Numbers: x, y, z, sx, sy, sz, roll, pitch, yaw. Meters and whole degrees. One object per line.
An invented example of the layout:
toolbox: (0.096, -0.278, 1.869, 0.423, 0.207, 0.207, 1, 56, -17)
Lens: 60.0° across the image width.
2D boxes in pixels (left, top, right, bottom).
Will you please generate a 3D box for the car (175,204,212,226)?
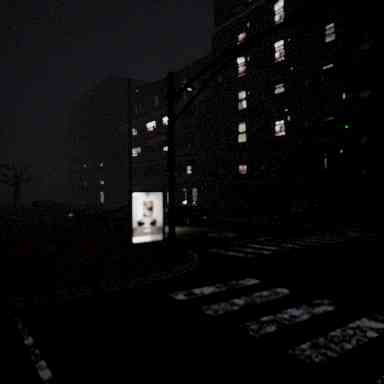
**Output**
car: (-0.496, 1.771, 26.640, 1.882, 1.535, 5.008, -1, -1, -36)

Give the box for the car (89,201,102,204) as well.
car: (-14.914, 2.125, 50.799, 1.967, 1.590, 4.097, -2, 0, -36)

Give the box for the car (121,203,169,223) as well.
car: (-4.119, 1.695, 26.179, 2.097, 1.767, 4.553, -1, 0, -36)

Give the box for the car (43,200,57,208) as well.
car: (-31.323, 2.534, 73.296, 1.967, 1.590, 4.097, -2, 0, -36)

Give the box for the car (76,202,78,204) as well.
car: (-21.476, 2.430, 59.796, 1.802, 1.307, 4.206, -2, 0, -36)

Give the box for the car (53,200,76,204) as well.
car: (-17.671, 2.187, 44.850, 1.837, 1.490, 4.892, -1, -1, -36)

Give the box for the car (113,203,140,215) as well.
car: (-8.289, 2.102, 41.843, 1.802, 1.307, 4.206, -2, 0, -36)

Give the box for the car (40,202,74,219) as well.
car: (-14.774, 2.118, 36.236, 1.887, 1.381, 4.507, -2, 0, -36)

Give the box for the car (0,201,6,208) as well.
car: (-44.654, 2.865, 77.360, 1.887, 1.381, 4.507, -2, 0, -36)

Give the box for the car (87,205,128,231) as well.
car: (-5.385, 1.891, 23.282, 2.008, 1.369, 4.403, -2, 0, -36)

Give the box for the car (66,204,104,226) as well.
car: (-8.667, 1.972, 27.782, 2.008, 1.369, 4.403, -2, 0, -36)

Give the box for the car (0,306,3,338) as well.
car: (-4.375, 1.582, 3.439, 4.206, 1.307, 1.802, 0, 0, -36)

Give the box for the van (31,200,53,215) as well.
van: (-19.718, 2.038, 43.105, 1.690, 1.788, 3.998, -2, 0, -36)

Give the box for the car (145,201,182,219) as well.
car: (-3.006, 1.830, 34.678, 1.967, 1.590, 4.097, -2, 0, -36)

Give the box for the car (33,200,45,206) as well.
car: (-37.882, 2.803, 82.296, 1.887, 1.381, 4.507, -2, 0, -36)

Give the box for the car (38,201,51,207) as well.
car: (-34.601, 2.742, 77.796, 1.947, 1.339, 4.313, -2, 0, -36)

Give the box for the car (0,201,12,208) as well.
car: (-38.092, 2.707, 68.360, 2.008, 1.369, 4.403, -2, 0, -36)
